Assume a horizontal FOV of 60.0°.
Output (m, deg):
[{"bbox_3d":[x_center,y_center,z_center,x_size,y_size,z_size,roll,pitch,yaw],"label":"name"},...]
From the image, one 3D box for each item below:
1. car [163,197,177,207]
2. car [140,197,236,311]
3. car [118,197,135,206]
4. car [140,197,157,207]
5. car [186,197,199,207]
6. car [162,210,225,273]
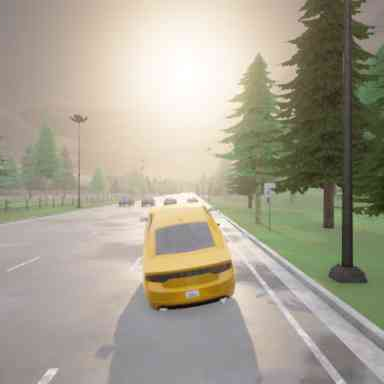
[{"bbox_3d":[-3.475,1.547,53.418,1.994,1.385,4.181,0,0,0],"label":"car"},{"bbox_3d":[-0.260,1.088,8.425,1.882,1.535,5.008,-8,16,-4],"label":"car"},{"bbox_3d":[-10.475,1.530,53.421,2.033,1.411,5.357,0,0,0],"label":"car"},{"bbox_3d":[-6.975,1.530,53.420,2.033,1.411,5.357,0,0,0],"label":"car"},{"bbox_3d":[0.025,1.547,53.417,1.994,1.385,4.181,0,0,0],"label":"car"},{"bbox_3d":[0.046,1.555,11.974,1.812,1.442,4.674,0,2,0],"label":"car"}]
